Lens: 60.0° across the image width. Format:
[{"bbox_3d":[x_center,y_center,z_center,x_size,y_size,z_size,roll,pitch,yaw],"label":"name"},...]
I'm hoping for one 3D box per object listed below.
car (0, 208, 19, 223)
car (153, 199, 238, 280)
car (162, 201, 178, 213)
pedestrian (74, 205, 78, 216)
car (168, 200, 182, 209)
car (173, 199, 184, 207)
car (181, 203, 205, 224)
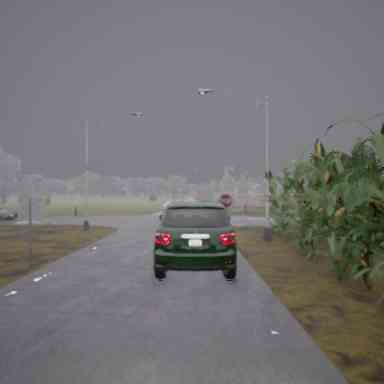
[{"bbox_3d":[-17.737,1.906,28.877,5.357,1.411,2.033,0,1,0],"label":"car"},{"bbox_3d":[0.093,1.323,10.439,2.150,2.045,5.566,0,-1,0],"label":"car"},{"bbox_3d":[-2.880,1.976,44.455,1.812,1.442,4.674,0,-1,1],"label":"car"},{"bbox_3d":[-12.182,1.974,34.875,0.500,1.100,0.500,0,1,0],"label":"pedestrian"},{"bbox_3d":[-2.825,2.135,55.858,1.994,1.385,4.181,0,-1,0],"label":"car"},{"bbox_3d":[-2.751,2.188,68.739,1.882,1.535,5.008,0,-1,0],"label":"car"},{"bbox_3d":[0.099,1.764,28.589,1.882,1.535,5.008,0,-1,0],"label":"car"}]
